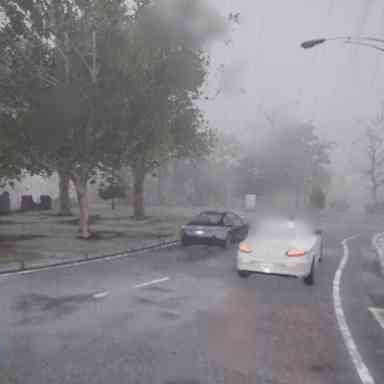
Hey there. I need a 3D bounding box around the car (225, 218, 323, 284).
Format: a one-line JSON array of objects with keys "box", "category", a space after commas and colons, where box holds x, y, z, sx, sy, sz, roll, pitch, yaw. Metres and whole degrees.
[{"box": [2.636, 1.484, 9.520, 1.812, 1.442, 4.674, 0, 0, 25], "category": "car"}]

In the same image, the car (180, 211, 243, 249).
[{"box": [1.150, 1.487, 14.311, 1.994, 1.385, 4.181, 0, 0, 26], "category": "car"}]

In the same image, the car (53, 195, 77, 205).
[{"box": [-18.628, 1.185, 48.683, 4.674, 1.442, 1.812, 0, 0, 42], "category": "car"}]
